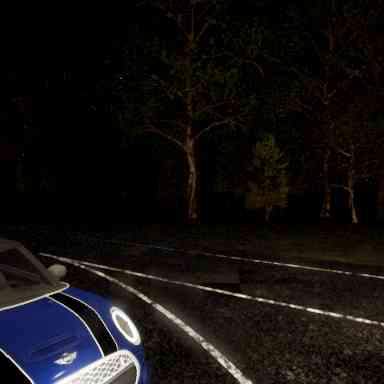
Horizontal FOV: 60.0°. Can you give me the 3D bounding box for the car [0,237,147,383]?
[{"bbox_3d":[-2.666,1.339,3.771,4.553,1.767,2.097,1,0,35],"label":"car"}]
